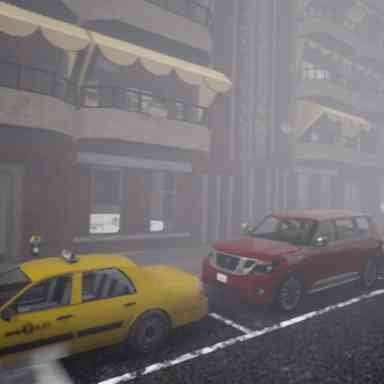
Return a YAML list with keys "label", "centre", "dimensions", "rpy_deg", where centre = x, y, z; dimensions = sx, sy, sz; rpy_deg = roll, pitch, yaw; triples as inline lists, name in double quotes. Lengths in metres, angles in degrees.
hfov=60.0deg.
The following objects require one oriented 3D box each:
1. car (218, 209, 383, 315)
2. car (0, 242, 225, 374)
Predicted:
- label: "car"
  centre: [2.643, 1.385, 7.954]
  dimensions: [5.009, 1.841, 2.192]
  rpy_deg: [1, 1, -35]
- label: "car"
  centre: [-2.003, 1.536, 4.646]
  dimensions: [4.829, 1.417, 1.752]
  rpy_deg: [1, 1, -35]
